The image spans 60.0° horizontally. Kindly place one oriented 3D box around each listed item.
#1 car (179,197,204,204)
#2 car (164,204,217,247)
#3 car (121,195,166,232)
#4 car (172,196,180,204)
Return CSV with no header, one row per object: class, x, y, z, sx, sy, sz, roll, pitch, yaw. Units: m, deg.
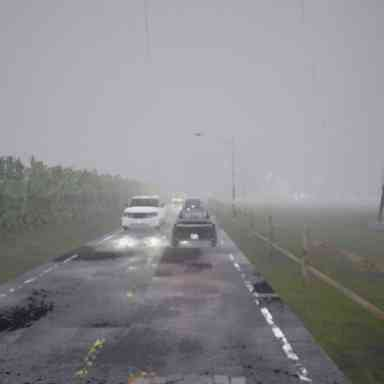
car,0.099,1.399,33.022,2.097,1.767,4.553,0,0,0
car,0.097,1.510,15.204,2.128,1.511,4.902,0,0,0
car,-2.851,1.248,20.796,2.150,2.045,5.566,0,0,0
car,-2.779,1.584,62.659,1.882,1.535,5.008,0,0,1
